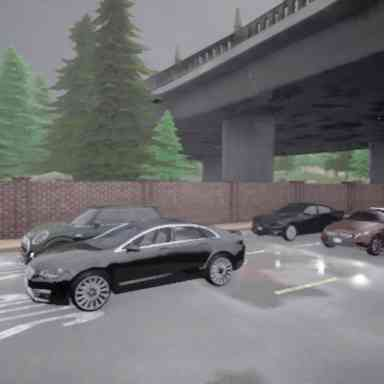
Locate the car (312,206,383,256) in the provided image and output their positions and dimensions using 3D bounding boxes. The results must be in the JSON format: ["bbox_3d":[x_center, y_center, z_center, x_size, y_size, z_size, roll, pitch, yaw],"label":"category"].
[{"bbox_3d":[6.849,1.339,12.394,4.674,1.442,1.812,-1,1,-32],"label":"car"}]

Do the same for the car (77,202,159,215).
[{"bbox_3d":[-2.828,1.187,10.437,4.553,1.767,2.097,-1,1,-32],"label":"car"}]

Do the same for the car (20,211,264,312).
[{"bbox_3d":[-0.994,1.373,7.460,4.902,1.511,2.128,-1,1,-32],"label":"car"}]

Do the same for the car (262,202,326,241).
[{"bbox_3d":[4.977,1.245,15.351,5.008,1.535,1.882,-1,1,-32],"label":"car"}]
